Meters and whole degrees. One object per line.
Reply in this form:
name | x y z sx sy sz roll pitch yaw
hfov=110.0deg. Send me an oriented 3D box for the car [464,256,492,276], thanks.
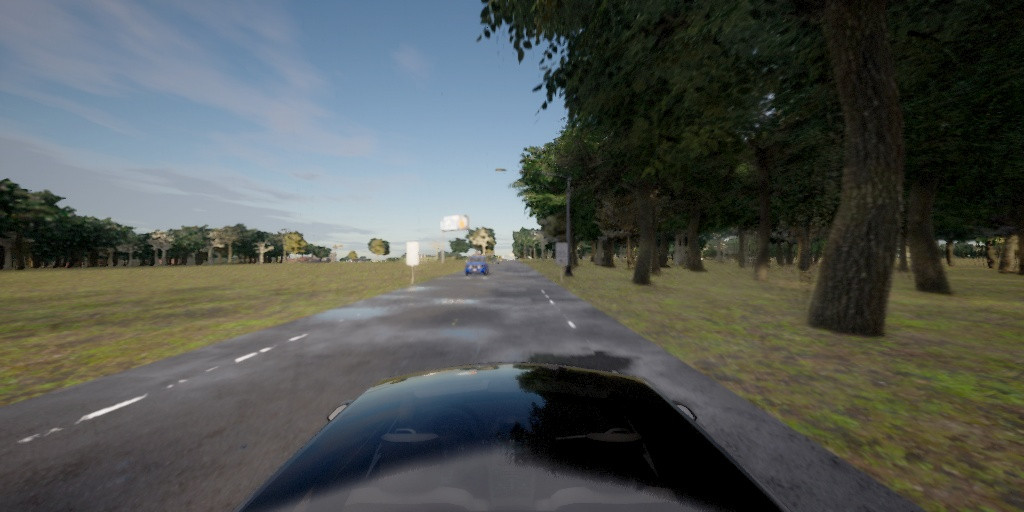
car | -3.597 0.994 37.548 2.150 2.045 5.566 0 0 0
